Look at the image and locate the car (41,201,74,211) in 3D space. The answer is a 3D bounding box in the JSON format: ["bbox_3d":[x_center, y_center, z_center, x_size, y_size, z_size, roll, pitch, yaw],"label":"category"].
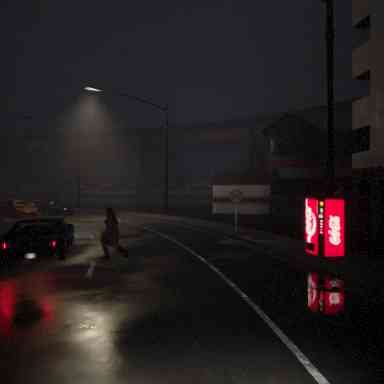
[{"bbox_3d":[-13.225,1.564,32.551,1.994,1.385,4.181,0,0,-43],"label":"car"}]

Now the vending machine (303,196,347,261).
[{"bbox_3d":[4.520,1.195,11.353,1.100,2.100,0.880,0,0,-13],"label":"vending machine"}]

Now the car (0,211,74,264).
[{"bbox_3d":[-5.386,1.601,12.023,1.895,1.301,4.718,0,0,-16],"label":"car"}]

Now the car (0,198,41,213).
[{"bbox_3d":[-19.948,1.492,38.524,4.902,1.511,2.128,0,0,33],"label":"car"}]

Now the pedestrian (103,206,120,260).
[{"bbox_3d":[-2.669,1.294,11.026,0.375,1.860,0.375,0,0,-14],"label":"pedestrian"}]

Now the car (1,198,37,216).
[{"bbox_3d":[-15.820,1.478,30.310,1.882,1.535,5.008,0,0,-43],"label":"car"}]
